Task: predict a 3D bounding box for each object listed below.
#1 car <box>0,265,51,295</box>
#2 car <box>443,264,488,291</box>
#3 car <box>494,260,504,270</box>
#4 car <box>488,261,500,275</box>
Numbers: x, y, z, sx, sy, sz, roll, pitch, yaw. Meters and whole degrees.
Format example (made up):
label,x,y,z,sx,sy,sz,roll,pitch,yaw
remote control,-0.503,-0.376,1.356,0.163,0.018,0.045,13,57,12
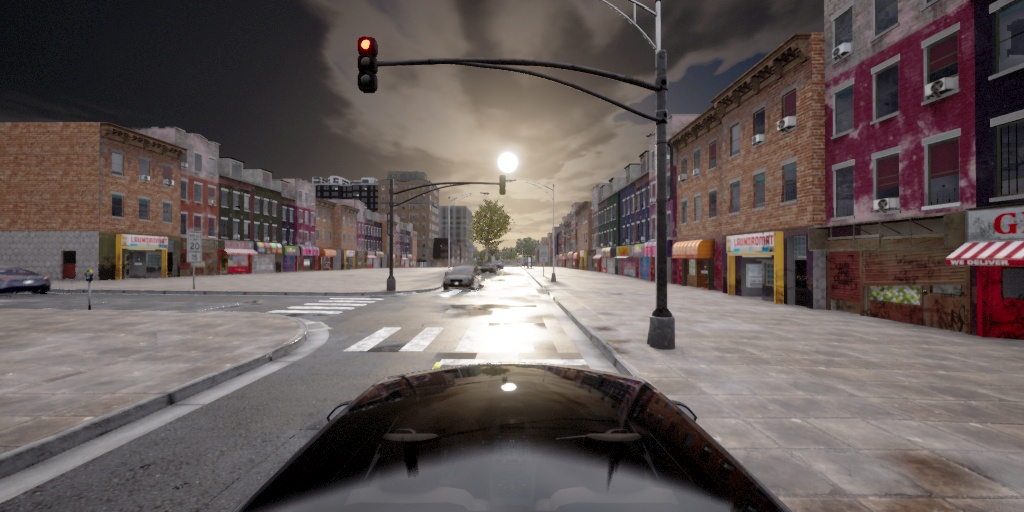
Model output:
label,x,y,z,sx,sy,sz,roll,pitch,yaw
car,-23.470,1.105,15.938,4.181,1.385,1.994,1,0,1
car,-2.960,1.315,22.605,1.837,1.490,4.892,0,0,4
car,-2.503,1.497,62.315,2.097,1.767,4.553,0,-1,0
car,-2.687,1.529,41.436,1.895,1.301,4.718,0,0,0
